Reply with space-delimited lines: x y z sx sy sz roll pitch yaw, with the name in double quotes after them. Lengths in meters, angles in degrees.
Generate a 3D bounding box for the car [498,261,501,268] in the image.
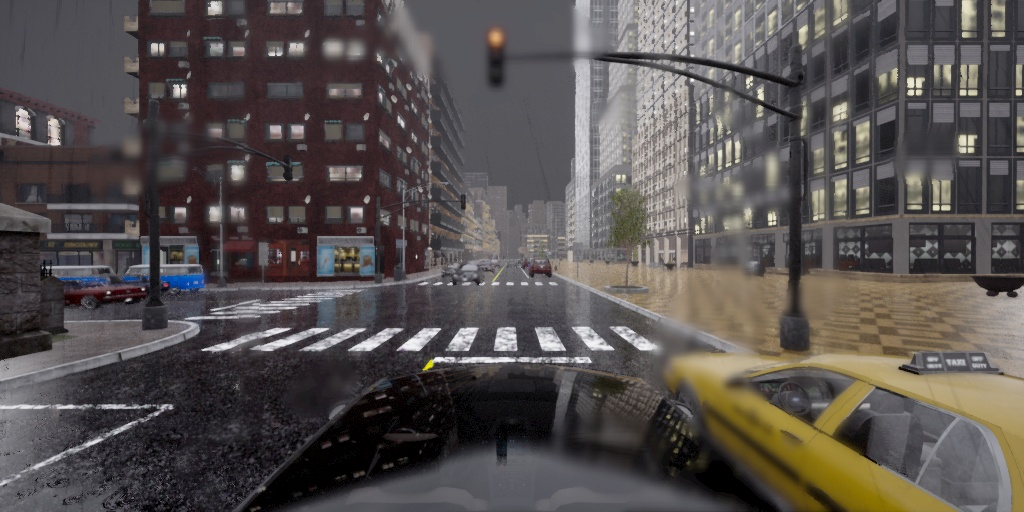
-3.038 1.317 62.052 1.812 1.442 4.674 0 0 1 "car"

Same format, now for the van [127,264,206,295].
-20.762 1.391 21.473 3.998 1.789 1.690 0 0 -1 "van"

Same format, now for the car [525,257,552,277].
2.698 1.074 34.707 2.192 1.841 5.009 0 0 0 "car"

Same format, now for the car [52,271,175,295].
-21.195 1.667 18.917 4.718 1.301 1.895 -1 0 -1 "car"

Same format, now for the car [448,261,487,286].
-3.094 1.281 25.830 1.812 1.442 4.674 0 0 0 "car"

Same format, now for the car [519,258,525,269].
2.705 1.099 56.812 2.192 1.841 5.009 0 0 0 "car"

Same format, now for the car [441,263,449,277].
-5.681 1.310 34.709 2.007 1.370 4.403 0 0 0 "car"

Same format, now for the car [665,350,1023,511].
2.689 1.275 2.465 1.751 1.417 4.829 0 0 0 "car"

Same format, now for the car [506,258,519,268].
0.016 1.286 63.484 2.128 1.511 4.902 0 0 0 "car"

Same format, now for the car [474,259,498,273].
-3.086 1.330 42.301 1.994 1.385 4.181 0 0 0 "car"

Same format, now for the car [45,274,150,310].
-19.024 1.643 15.696 4.718 1.301 1.895 -1 0 -1 "car"

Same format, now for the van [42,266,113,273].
-26.300 1.481 21.424 3.998 1.789 1.690 0 0 -1 "van"
